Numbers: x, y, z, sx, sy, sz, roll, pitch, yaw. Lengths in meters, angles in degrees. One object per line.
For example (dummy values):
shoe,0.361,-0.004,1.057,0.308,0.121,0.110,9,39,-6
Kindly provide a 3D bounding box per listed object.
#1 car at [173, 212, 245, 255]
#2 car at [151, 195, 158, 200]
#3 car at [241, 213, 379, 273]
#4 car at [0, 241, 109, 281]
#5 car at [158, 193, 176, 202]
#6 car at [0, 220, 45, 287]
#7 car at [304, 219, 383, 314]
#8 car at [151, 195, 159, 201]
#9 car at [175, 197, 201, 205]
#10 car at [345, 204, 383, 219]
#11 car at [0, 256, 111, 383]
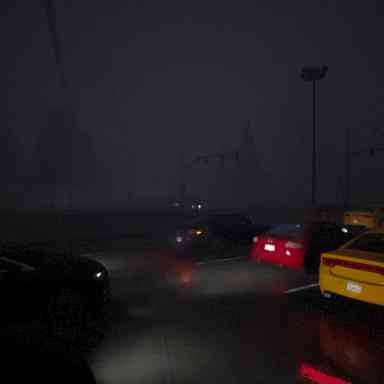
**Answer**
car,1.436,1.528,13.259,4.674,1.442,1.812,0,0,-35
car,-7.677,1.534,76.541,1.812,1.442,4.674,0,0,-17
car,3.872,1.567,10.686,4.181,1.385,1.994,0,0,-35
car,-3.789,1.492,5.322,4.902,1.511,2.128,0,0,-35
car,-4.676,1.231,67.232,2.150,2.045,5.566,0,0,-21
car,-6.513,1.547,7.715,5.357,1.411,2.033,0,0,-35
car,4.797,1.480,7.072,5.008,1.535,1.882,0,0,-35
car,-9.610,1.564,86.428,1.994,1.385,4.181,0,0,-10
car,-0.462,1.556,57.955,2.033,1.411,5.357,0,0,-27
car,11.194,1.483,20.045,5.008,1.535,1.882,0,0,-35
car,-2.932,1.504,1.643,4.892,1.490,1.837,0,0,-35
